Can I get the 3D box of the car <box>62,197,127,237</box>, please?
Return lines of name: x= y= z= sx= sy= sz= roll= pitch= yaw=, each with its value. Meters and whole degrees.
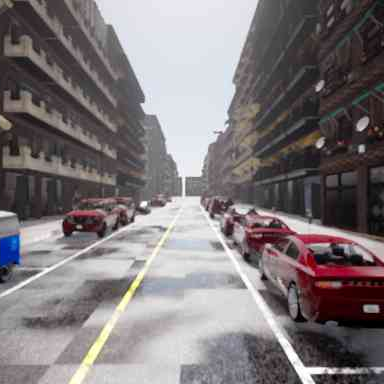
car: x=-5.290 y=1.313 z=18.136 sx=2.192 sy=1.841 sz=5.009 roll=1 pitch=0 yaw=0

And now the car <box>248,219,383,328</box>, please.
car: x=2.585 y=1.542 z=7.014 sx=1.887 sy=1.381 sz=4.507 roll=1 pitch=0 yaw=0

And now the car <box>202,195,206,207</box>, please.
car: x=2.553 y=1.457 z=40.201 sx=1.967 sy=1.590 sz=4.097 roll=1 pitch=0 yaw=0

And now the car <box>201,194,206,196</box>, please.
car: x=2.555 y=1.380 z=62.327 sx=2.192 sy=1.841 sz=5.009 roll=1 pitch=0 yaw=0

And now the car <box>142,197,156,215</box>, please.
car: x=-5.296 y=1.575 z=34.729 sx=1.947 sy=1.339 sz=4.313 roll=1 pitch=0 yaw=0

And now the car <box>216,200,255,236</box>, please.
car: x=2.595 y=1.439 z=18.076 sx=1.967 sy=1.590 sz=4.097 roll=1 pitch=0 yaw=0

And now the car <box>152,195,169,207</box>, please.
car: x=-5.291 y=1.351 z=51.319 sx=2.192 sy=1.841 sz=5.009 roll=1 pitch=0 yaw=0

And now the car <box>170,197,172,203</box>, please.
car: x=-5.297 y=1.682 z=73.444 sx=1.802 sy=1.307 sz=4.206 roll=1 pitch=0 yaw=0

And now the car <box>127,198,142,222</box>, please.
car: x=-5.290 y=1.315 z=23.666 sx=2.192 sy=1.841 sz=5.009 roll=1 pitch=0 yaw=0

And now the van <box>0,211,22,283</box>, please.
van: x=-5.291 y=1.339 z=7.076 sx=1.690 sy=1.788 sz=3.998 roll=1 pitch=0 yaw=0

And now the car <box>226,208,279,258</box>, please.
car: x=2.585 y=1.542 z=12.544 sx=1.887 sy=1.381 sz=4.507 roll=1 pitch=0 yaw=0

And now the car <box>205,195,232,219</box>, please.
car: x=2.556 y=1.319 z=29.138 sx=2.192 sy=1.841 sz=5.009 roll=1 pitch=0 yaw=0

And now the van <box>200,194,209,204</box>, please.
van: x=2.554 y=1.423 z=67.858 sx=1.690 sy=1.788 sz=3.998 roll=1 pitch=0 yaw=0

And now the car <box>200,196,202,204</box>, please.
car: x=2.550 y=1.618 z=51.263 sx=1.802 sy=1.307 sz=4.206 roll=1 pitch=0 yaw=0
